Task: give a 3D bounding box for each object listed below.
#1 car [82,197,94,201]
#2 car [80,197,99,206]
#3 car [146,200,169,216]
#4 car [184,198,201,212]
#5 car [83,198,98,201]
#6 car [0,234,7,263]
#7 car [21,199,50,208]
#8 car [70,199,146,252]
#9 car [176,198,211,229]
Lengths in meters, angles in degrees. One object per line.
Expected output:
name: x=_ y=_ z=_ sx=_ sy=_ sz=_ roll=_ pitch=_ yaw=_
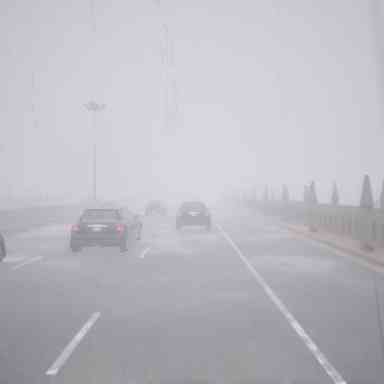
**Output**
car: x=-14.030 y=1.496 z=46.248 sx=2.128 sy=1.511 sz=4.902 roll=0 pitch=0 yaw=1
car: x=-17.507 y=1.567 z=56.989 sx=1.812 sy=1.442 sz=4.674 roll=0 pitch=0 yaw=0
car: x=-3.404 y=1.507 z=32.168 sx=1.837 sy=1.490 sz=4.892 roll=0 pitch=0 yaw=0
car: x=0.084 y=1.479 z=39.410 sx=1.882 sy=1.535 sz=5.008 roll=0 pitch=0 yaw=0
car: x=-6.901 y=1.506 z=26.726 sx=1.837 sy=1.490 sz=4.892 roll=0 pitch=0 yaw=0
car: x=-6.902 y=1.353 z=8.649 sx=2.097 sy=1.767 sz=4.553 roll=0 pitch=0 yaw=0
car: x=-21.030 y=1.604 z=44.804 sx=1.895 sy=1.301 sz=4.718 roll=0 pitch=0 yaw=0
car: x=-3.402 y=1.353 z=14.019 sx=2.097 sy=1.767 sz=4.553 roll=0 pitch=0 yaw=0
car: x=0.096 y=1.353 z=21.490 sx=2.097 sy=1.767 sz=4.553 roll=0 pitch=0 yaw=0
